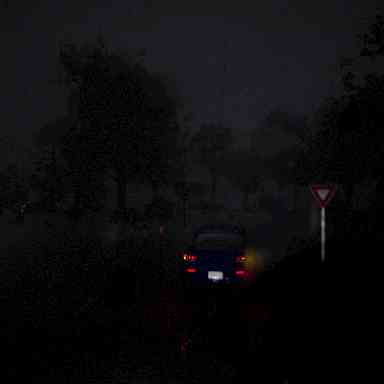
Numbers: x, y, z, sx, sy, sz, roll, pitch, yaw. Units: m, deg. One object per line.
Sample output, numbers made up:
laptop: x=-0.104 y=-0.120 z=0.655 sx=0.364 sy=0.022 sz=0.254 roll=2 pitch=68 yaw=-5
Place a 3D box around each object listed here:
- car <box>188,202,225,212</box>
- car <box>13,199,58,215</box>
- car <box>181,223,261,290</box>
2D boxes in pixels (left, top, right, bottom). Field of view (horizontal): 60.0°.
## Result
car: x=1.823 y=1.920 z=43.078 sx=4.718 sy=1.301 sz=1.895 roll=0 pitch=-1 yaw=35
car: x=-17.860 y=1.634 z=38.038 sx=2.097 sy=1.767 sz=4.553 roll=0 pitch=0 yaw=34
car: x=0.900 y=1.595 z=9.255 sx=1.812 sy=1.442 sz=4.674 roll=0 pitch=0 yaw=10
